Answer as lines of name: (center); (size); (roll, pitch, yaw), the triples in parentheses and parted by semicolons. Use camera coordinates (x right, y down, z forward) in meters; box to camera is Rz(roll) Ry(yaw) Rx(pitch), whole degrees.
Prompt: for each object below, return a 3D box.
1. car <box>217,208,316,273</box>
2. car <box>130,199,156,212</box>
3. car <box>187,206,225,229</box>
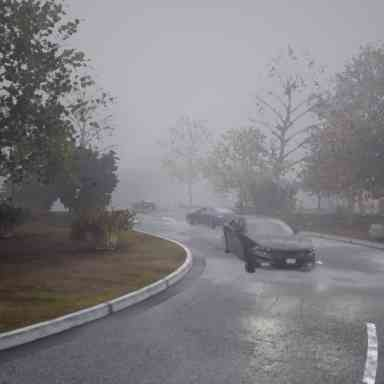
car: (2.320, 1.537, 11.125); (1.882, 1.535, 5.008); (2, -1, -6)
car: (-6.441, 1.708, 43.156); (1.837, 1.490, 4.892); (3, -1, -34)
car: (1.347, 1.664, 22.876); (1.812, 1.442, 4.674); (1, 0, -28)
